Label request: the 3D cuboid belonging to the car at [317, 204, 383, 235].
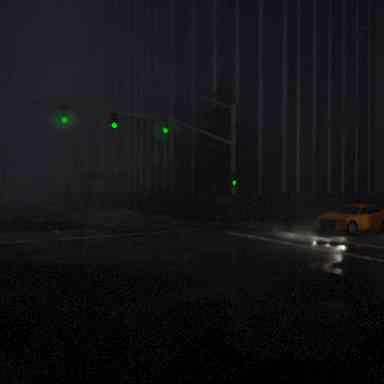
[{"bbox_3d":[9.237,1.448,18.835,5.008,1.535,1.882,0,0,-30],"label":"car"}]
